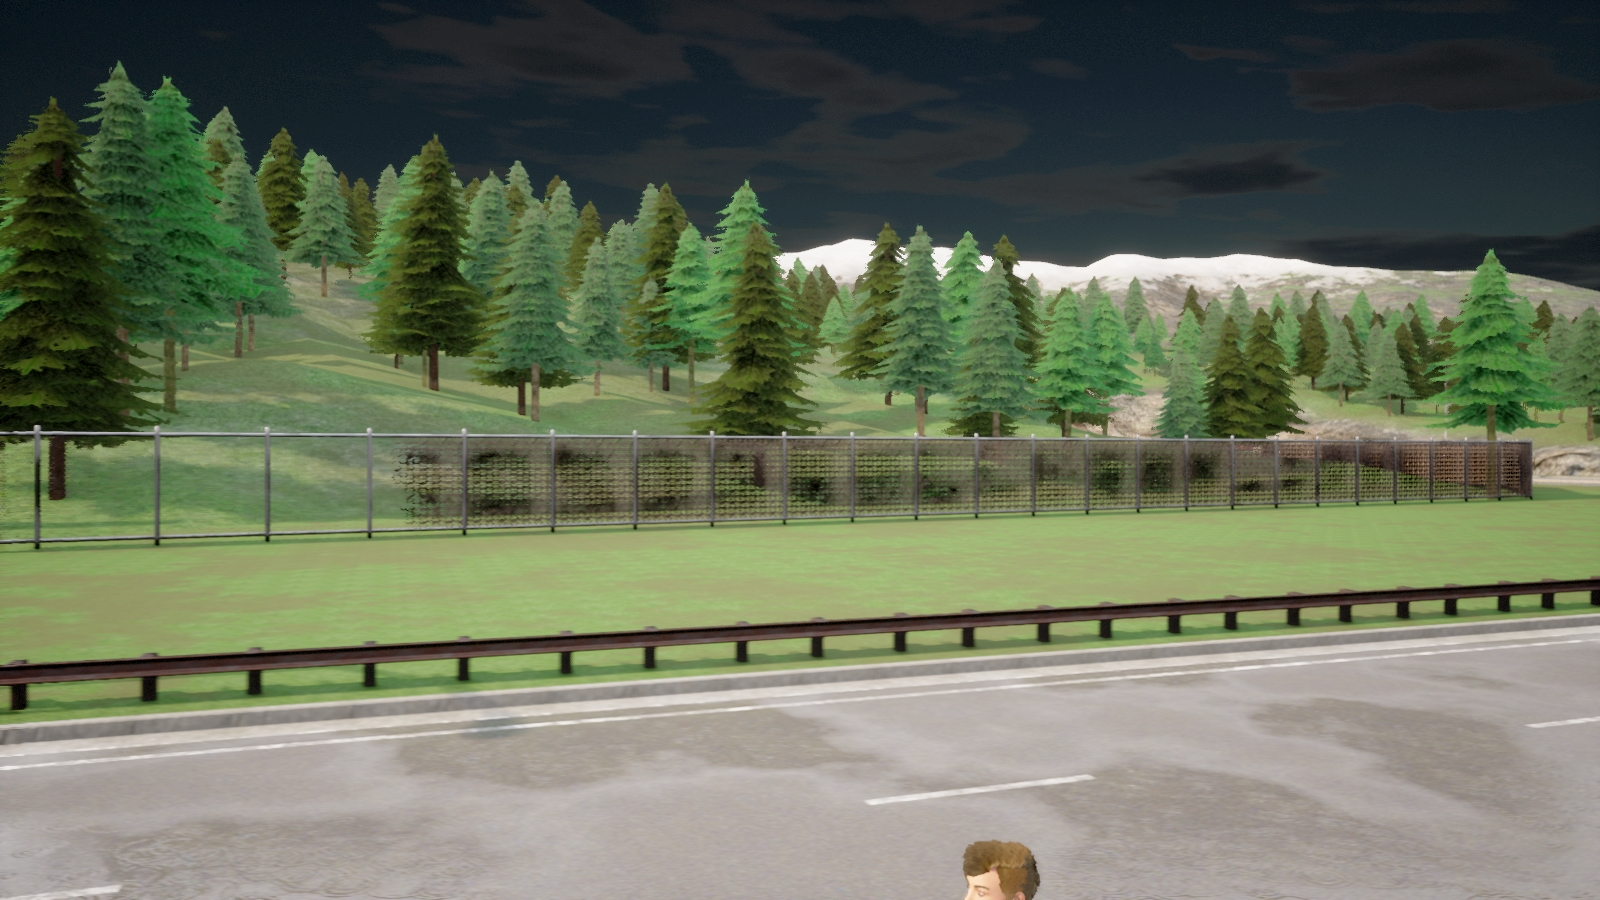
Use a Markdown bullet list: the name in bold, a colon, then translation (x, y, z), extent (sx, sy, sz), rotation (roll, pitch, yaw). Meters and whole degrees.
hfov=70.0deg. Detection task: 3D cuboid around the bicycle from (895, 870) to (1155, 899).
- **bicycle**: translation (0.542, 2.158, 3.482), extent (1.487, 1.277, 0.859), rotation (0, 0, -20)
